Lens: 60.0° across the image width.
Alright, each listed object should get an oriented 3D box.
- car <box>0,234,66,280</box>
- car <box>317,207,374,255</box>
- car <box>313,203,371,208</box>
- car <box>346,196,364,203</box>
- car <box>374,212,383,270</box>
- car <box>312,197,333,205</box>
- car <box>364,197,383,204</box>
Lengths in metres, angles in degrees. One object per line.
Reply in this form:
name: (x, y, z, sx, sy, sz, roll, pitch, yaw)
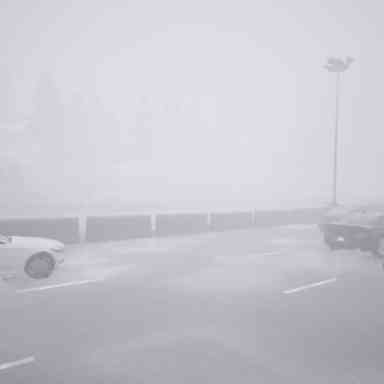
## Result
car: (-5.645, 1.527, 8.318, 4.674, 1.442, 1.812, 1, 0, -36)
car: (7.287, 1.527, 13.243, 5.008, 1.535, 1.882, 0, 0, -35)
car: (8.942, 1.578, 18.739, 4.674, 1.442, 1.812, 0, 0, -36)
car: (26.434, 1.450, 52.901, 4.902, 1.511, 2.128, 0, 0, -35)
car: (7.075, 1.397, 8.793, 4.553, 1.767, 2.097, 0, 0, -35)
car: (21.111, 1.535, 53.417, 4.181, 1.385, 1.994, 0, 0, -35)
car: (28.462, 1.463, 50.055, 4.892, 1.490, 1.837, 0, 0, -35)
